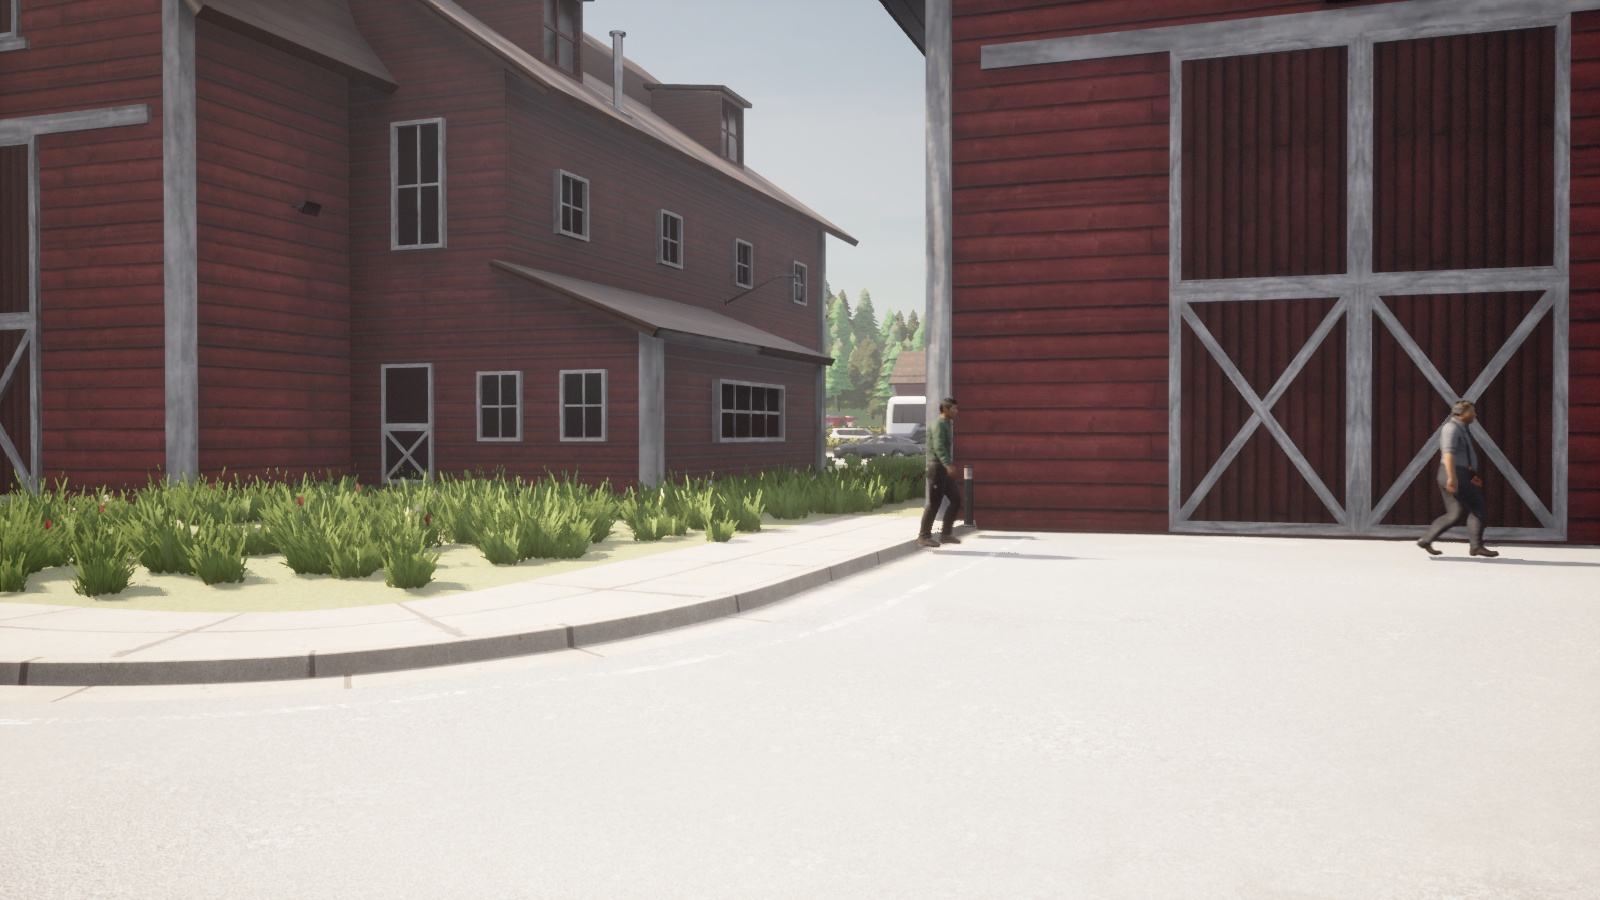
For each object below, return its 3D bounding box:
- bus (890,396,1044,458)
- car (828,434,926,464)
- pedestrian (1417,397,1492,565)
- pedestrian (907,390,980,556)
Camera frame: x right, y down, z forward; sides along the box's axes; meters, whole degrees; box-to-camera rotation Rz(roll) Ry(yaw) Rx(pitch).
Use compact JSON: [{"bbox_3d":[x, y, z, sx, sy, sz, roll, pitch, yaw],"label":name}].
[{"bbox_3d":[11.861,-1.634,89.172,10.273,4.253,3.944,1,1,19],"label":"bus"},{"bbox_3d":[4.190,-0.069,68.149,4.902,1.511,2.128,1,1,19],"label":"car"},{"bbox_3d":[7.403,0.334,14.196,0.694,1.848,0.540,1,1,32],"label":"pedestrian"},{"bbox_3d":[1.731,0.267,15.094,0.788,1.949,0.423,1,1,18],"label":"pedestrian"}]
